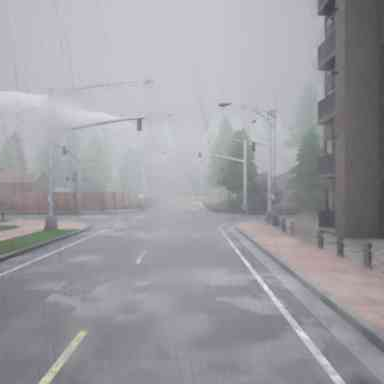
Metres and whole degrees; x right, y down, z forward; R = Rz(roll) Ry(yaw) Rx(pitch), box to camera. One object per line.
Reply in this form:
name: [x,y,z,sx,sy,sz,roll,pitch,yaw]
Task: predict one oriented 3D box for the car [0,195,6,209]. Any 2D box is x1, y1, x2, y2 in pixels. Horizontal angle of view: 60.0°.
car: [-25.012,1.288,41.142,1.932,1.855,4.605,0,0,-1]
